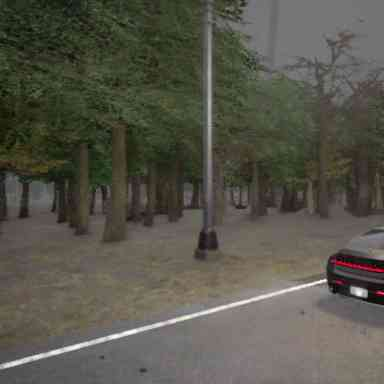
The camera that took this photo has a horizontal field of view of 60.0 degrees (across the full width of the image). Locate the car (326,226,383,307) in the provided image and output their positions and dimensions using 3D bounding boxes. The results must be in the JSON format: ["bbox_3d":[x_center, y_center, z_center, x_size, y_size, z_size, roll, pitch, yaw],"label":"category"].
[{"bbox_3d":[4.896,1.500,7.238,4.892,1.490,1.837,0,0,-36],"label":"car"}]
